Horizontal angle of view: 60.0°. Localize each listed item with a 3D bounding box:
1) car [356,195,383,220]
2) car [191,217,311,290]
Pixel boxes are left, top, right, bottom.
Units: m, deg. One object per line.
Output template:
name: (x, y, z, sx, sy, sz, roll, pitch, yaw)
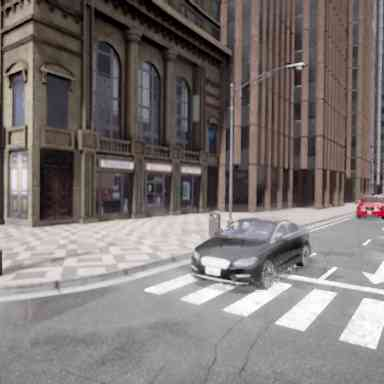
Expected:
car: (15.966, 1.309, 29.175, 2.150, 2.045, 5.566, 1, 1, 35)
car: (1.878, 1.489, 9.339, 2.128, 1.511, 4.902, 1, 1, 35)
